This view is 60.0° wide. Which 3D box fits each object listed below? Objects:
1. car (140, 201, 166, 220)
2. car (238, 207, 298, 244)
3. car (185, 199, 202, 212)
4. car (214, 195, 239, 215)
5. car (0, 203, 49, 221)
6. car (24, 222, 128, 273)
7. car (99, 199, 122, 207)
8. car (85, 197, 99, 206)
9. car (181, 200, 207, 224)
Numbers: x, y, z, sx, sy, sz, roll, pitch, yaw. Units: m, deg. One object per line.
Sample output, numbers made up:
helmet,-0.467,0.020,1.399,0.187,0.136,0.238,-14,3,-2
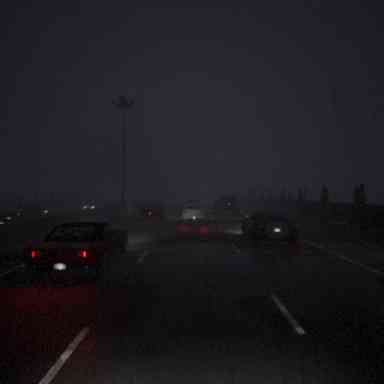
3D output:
car,-3.335,1.564,28.934,1.882,1.535,5.008,0,0,0
car,3.636,1.606,16.147,1.994,1.385,4.181,0,0,0
car,0.198,1.697,42.498,2.033,1.411,5.357,0,0,0
car,3.681,1.339,35.791,2.150,2.045,5.566,0,0,0
car,-14.030,1.626,28.141,2.033,1.411,5.357,0,0,0
car,-3.376,1.624,10.751,1.895,1.301,4.718,0,0,0
car,-10.459,1.651,44.756,2.128,1.511,4.902,0,0,1
car,-17.373,1.741,58.793,1.837,1.490,4.892,0,-1,0
car,0.156,1.601,25.761,1.812,1.442,4.674,0,0,0
